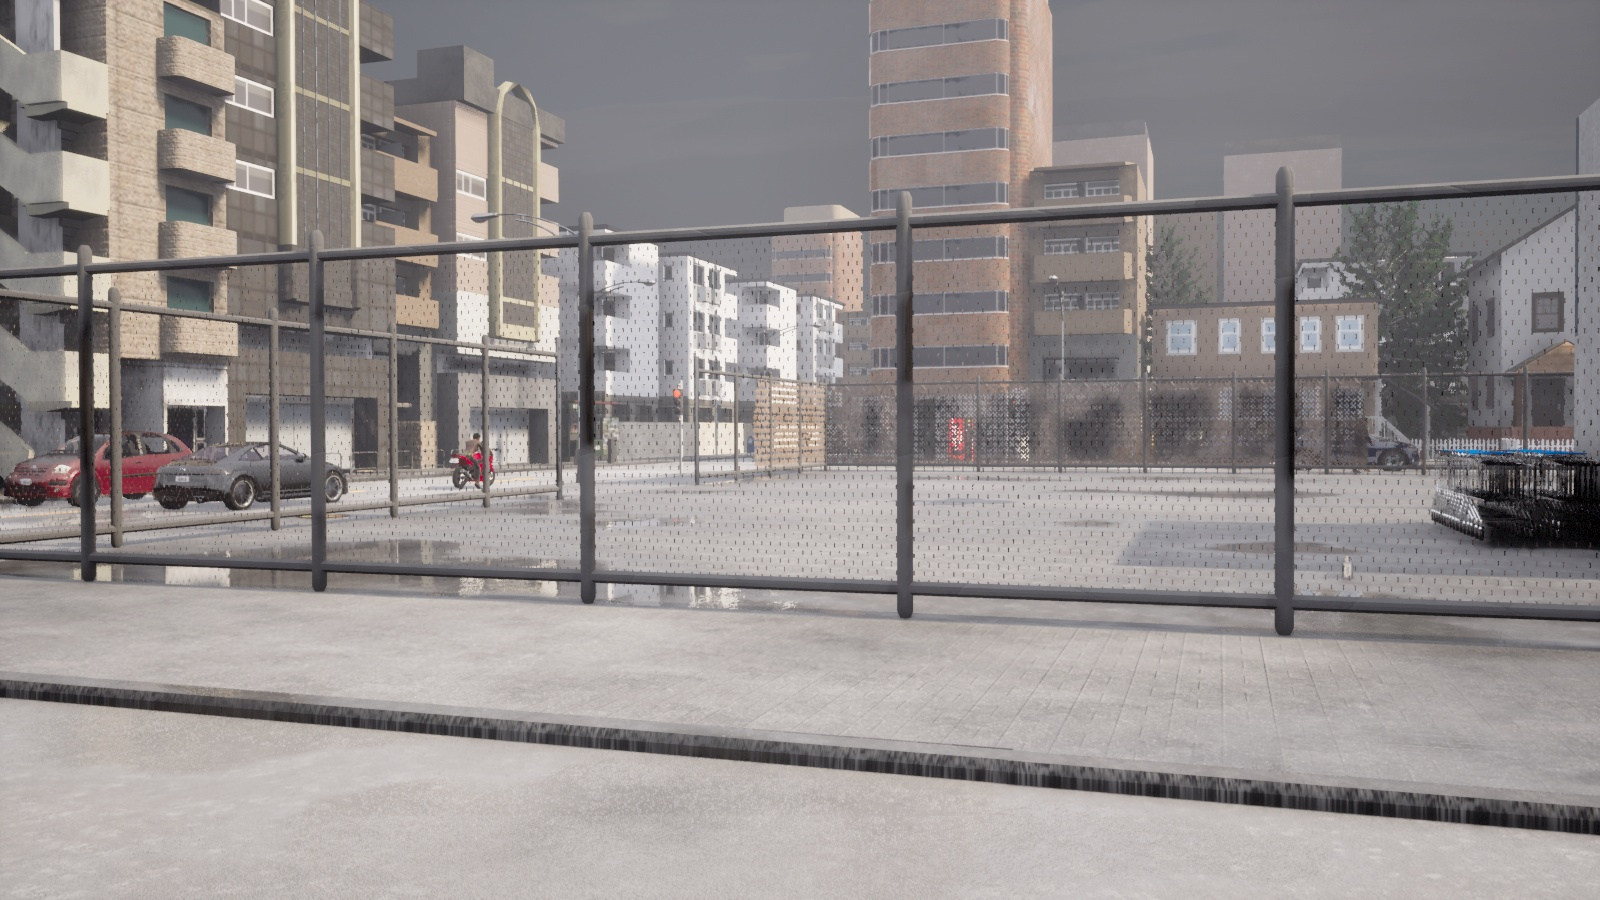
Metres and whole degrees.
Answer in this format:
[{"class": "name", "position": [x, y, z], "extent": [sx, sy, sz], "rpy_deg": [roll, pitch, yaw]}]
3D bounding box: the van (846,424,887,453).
[{"class": "van", "position": [4.679, -0.807, 87.688], "extent": [1.775, 1.987, 4.442], "rpy_deg": [1, 1, 19]}]

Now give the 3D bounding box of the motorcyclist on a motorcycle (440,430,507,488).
[{"class": "motorcyclist on a motorcycle", "position": [-8.945, 0.223, 34.468], "extent": [0.797, 1.523, 2.044], "rpy_deg": [1, 1, 19]}]

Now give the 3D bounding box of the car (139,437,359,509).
[{"class": "car", "position": [-11.558, 0.420, 26.662], "extent": [1.994, 1.385, 4.181], "rpy_deg": [1, 1, 18]}]

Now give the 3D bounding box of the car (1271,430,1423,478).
[{"class": "car", "position": [19.504, 0.109, 44.994], "extent": [4.856, 1.649, 2.033], "rpy_deg": [1, 1, 20]}]

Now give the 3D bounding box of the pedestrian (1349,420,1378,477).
[{"class": "pedestrian", "position": [18.157, -0.044, 40.475], "extent": [0.703, 1.840, 0.431], "rpy_deg": [0, 1, -1]}]

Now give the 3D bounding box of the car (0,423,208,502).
[{"class": "car", "position": [-15.390, 0.222, 27.823], "extent": [1.851, 1.617, 3.988], "rpy_deg": [1, 1, 18]}]

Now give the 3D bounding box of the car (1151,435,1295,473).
[{"class": "car", "position": [16.819, 0.135, 50.089], "extent": [5.357, 1.411, 2.033], "rpy_deg": [0, 1, 19]}]
